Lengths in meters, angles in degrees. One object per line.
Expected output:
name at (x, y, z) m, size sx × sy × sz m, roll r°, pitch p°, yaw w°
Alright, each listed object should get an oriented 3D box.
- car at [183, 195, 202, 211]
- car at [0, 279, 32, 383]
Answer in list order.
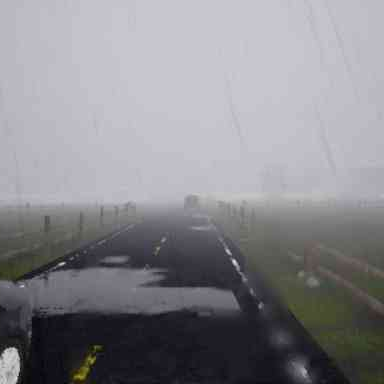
car at (0.032, 1.353, 42.152) m, size 2.150 × 2.045 × 5.566 m, roll 0°, pitch 0°, yaw 0°
car at (-2.839, 1.512, 2.092) m, size 1.837 × 1.490 × 4.892 m, roll 0°, pitch 0°, yaw 0°
